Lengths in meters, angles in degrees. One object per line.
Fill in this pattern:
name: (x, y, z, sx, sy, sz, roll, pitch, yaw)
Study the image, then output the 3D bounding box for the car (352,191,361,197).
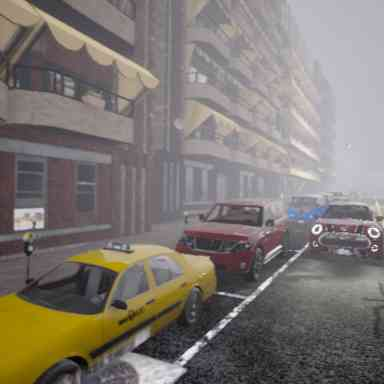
car: (40.986, 0.456, 82.644, 1.802, 1.307, 4.206, 2, 2, 28)

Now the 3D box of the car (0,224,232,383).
car: (-1.220, 1.434, 4.681, 1.752, 1.417, 4.829, 2, 2, 28)

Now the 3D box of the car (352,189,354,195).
car: (17.296, 0.716, 38.864, 2.192, 1.841, 5.009, 2, 2, 28)

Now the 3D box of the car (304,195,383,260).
car: (5.535, 1.157, 11.837, 2.097, 1.767, 4.553, 1, 1, 28)

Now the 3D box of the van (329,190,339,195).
van: (9.397, 0.949, 24.277, 1.690, 1.788, 3.998, 2, 2, 28)

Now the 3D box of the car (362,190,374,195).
car: (33.719, 0.387, 63.859, 1.882, 1.535, 5.008, 1, 1, 28)

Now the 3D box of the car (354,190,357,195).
car: (22.556, 0.836, 48.599, 1.947, 1.339, 4.313, 2, 2, 28)

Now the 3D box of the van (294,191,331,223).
van: (6.764, 1.020, 19.412, 1.690, 1.788, 3.998, 2, 2, 28)

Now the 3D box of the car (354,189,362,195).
car: (30.460, 0.404, 63.180, 2.192, 1.841, 5.009, 2, 2, 28)

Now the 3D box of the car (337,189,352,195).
car: (14.663, 0.784, 34.002, 2.192, 1.841, 5.009, 2, 2, 28)

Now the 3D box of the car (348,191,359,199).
car: (33.088, 0.577, 68.051, 1.887, 1.381, 4.507, 2, 2, 28)

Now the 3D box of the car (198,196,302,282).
car: (1.500, 1.144, 9.687, 2.192, 1.841, 5.009, 2, 2, 28)
